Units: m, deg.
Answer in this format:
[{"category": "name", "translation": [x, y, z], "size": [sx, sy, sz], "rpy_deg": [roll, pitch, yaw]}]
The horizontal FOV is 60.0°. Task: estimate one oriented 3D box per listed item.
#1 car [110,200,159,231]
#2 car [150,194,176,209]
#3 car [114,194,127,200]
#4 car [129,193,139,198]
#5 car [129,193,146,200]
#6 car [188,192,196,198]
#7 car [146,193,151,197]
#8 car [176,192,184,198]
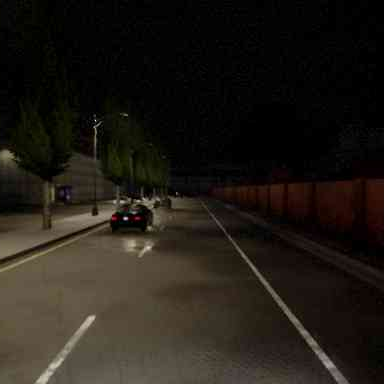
[{"category": "car", "translation": [-3.399, 1.402, 19.580], "size": [2.033, 1.411, 5.357], "rpy_deg": [0, 0, 0]}, {"category": "car", "translation": [-3.398, 1.256, 39.322], "size": [2.033, 1.411, 5.357], "rpy_deg": [0, 0, 0]}, {"category": "car", "translation": [-14.997, 1.079, 69.665], "size": [1.895, 1.301, 4.718], "rpy_deg": [0, 0, 0]}, {"category": "car", "translation": [-14.996, 0.883, 85.944], "size": [1.812, 1.442, 4.674], "rpy_deg": [0, 0, 0]}, {"category": "car", "translation": [-11.497, 1.024, 69.694], "size": [2.033, 1.411, 5.357], "rpy_deg": [0, 0, 0]}, {"category": "car", "translation": [0.004, 0.842, 86.533], "size": [1.837, 1.490, 4.892], "rpy_deg": [0, 0, 0]}, {"category": "car", "translation": [-11.496, 0.883, 85.944], "size": [1.812, 1.442, 4.674], "rpy_deg": [0, 0, 0]}, {"category": "car", "translation": [-3.496, 0.876, 86.398], "size": [2.128, 1.511, 4.902], "rpy_deg": [0, 0, 0]}]
